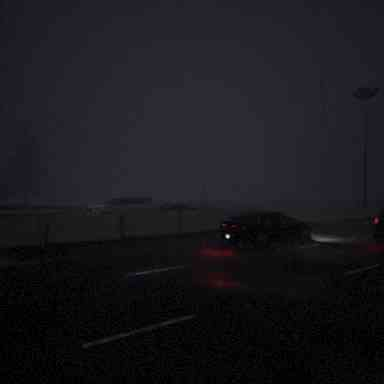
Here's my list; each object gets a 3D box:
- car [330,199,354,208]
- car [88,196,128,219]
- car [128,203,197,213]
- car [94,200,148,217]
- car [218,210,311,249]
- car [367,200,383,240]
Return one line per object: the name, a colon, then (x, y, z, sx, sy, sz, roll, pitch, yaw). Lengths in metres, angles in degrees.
car: (26.339, 1.978, 58.425, 4.181, 1.385, 1.994, 1, -1, -36)
car: (-5.543, 1.330, 26.076, 5.566, 2.045, 2.150, 0, 0, -37)
car: (-1.795, 1.591, 24.500, 4.902, 1.511, 2.128, 0, 0, -37)
car: (-7.087, 1.631, 33.651, 4.902, 1.511, 2.128, 0, 0, -37)
car: (3.401, 1.563, 15.034, 4.892, 1.490, 1.837, 0, 0, -37)
car: (10.721, 1.415, 16.114, 4.553, 1.767, 2.097, 0, 0, -37)
